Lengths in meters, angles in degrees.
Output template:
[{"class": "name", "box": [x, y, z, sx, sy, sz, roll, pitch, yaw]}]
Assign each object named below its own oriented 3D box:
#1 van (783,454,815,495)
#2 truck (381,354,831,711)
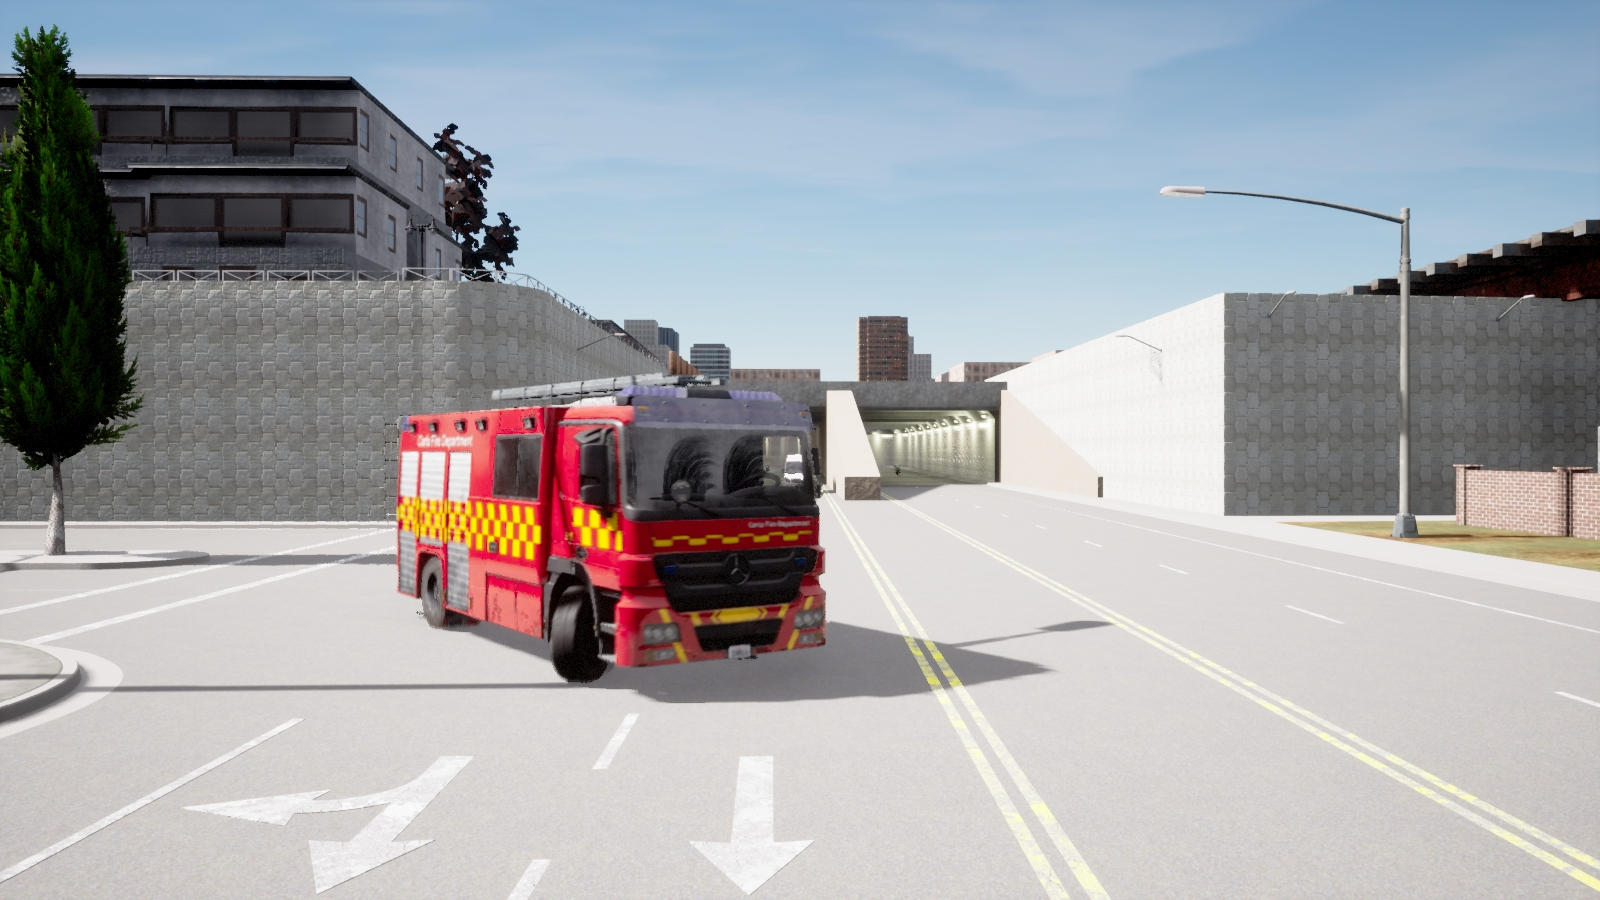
[{"class": "van", "box": [-0.057, 1.534, 74.607, 1.988, 2.561, 5.915, 0, 0, 0]}, {"class": "truck", "box": [-3.309, 0.890, 16.511, 2.891, 3.827, 8.468, 1, 0, -36]}]
